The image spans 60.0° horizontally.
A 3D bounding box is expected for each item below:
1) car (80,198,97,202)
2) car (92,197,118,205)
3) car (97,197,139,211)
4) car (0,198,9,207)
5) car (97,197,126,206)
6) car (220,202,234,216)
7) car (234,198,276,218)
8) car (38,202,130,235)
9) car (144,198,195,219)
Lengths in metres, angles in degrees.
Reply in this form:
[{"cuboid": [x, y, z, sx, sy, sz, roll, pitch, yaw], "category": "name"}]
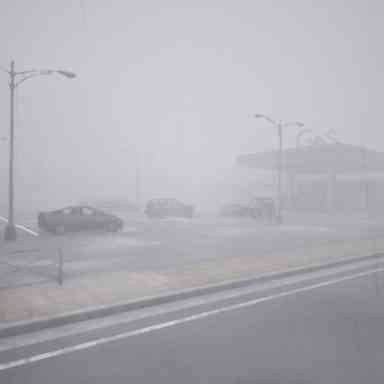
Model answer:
[{"cuboid": [-14.478, 1.664, 48.624, 3.633, 1.501, 1.845, 1, 0, -36], "category": "car"}, {"cuboid": [-17.021, 1.755, 65.241, 4.514, 1.523, 2.007, 1, 0, -36], "category": "car"}, {"cuboid": [-8.687, 1.642, 40.481, 4.514, 1.523, 2.007, 1, 0, -36], "category": "car"}, {"cuboid": [-30.401, 1.626, 51.960, 3.806, 1.475, 1.970, 1, 0, -36], "category": "car"}, {"cuboid": [-15.150, 1.746, 62.723, 5.027, 1.636, 2.152, 1, 0, -36], "category": "car"}, {"cuboid": [4.864, 1.778, 34.919, 3.806, 1.475, 1.970, 1, 0, -36], "category": "car"}, {"cuboid": [6.308, 1.488, 31.863, 3.866, 1.878, 1.905, 1, 0, -36], "category": "car"}, {"cuboid": [-6.089, 1.542, 18.470, 4.514, 1.523, 2.007, 1, 0, -36], "category": "car"}, {"cuboid": [-2.001, 1.435, 29.947, 4.605, 1.855, 1.932, 1, 0, -36], "category": "car"}]
